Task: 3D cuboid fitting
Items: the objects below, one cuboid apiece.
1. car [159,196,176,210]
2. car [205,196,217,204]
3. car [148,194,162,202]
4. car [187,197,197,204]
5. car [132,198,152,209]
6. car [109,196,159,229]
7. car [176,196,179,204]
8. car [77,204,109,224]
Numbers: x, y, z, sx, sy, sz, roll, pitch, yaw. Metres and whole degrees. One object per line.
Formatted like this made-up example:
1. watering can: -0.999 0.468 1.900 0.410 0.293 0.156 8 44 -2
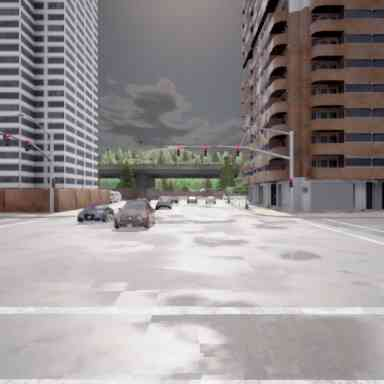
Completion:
1. car: -3.582 1.547 43.642 2.033 1.411 5.357 0 0 0
2. car: 3.523 1.525 63.187 1.812 1.442 4.674 0 0 0
3. car: -6.977 1.154 63.308 2.033 1.411 5.357 0 0 0
4. car: 0.023 1.563 63.186 1.994 1.385 4.181 0 0 0
5. car: -7.077 1.547 47.910 2.033 1.411 5.357 0 0 0
6. car: -3.593 1.352 21.417 2.097 1.767 4.553 0 0 0
7. car: -3.479 1.484 63.194 1.882 1.535 5.008 0 0 0
8. car: -7.091 1.563 24.956 1.994 1.385 4.181 0 0 0
